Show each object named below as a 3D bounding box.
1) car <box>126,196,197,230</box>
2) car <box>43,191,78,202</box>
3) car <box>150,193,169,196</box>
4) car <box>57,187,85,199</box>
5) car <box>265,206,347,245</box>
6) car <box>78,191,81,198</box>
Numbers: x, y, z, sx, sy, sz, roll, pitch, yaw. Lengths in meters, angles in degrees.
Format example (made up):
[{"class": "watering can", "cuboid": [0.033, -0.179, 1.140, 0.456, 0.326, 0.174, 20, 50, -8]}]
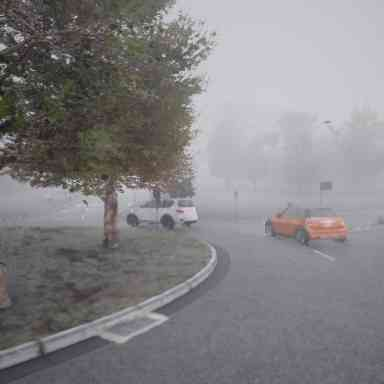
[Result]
[{"class": "car", "cuboid": [-2.225, 1.479, 23.600, 5.566, 2.045, 2.150, -1, -2, 37]}, {"class": "car", "cuboid": [-21.380, 0.808, 53.501, 4.674, 1.452, 2.002, -3, 4, -23]}, {"class": "car", "cuboid": [-4.502, 0.513, 55.868, 5.008, 1.535, 2.097, -1, 4, -21]}, {"class": "car", "cuboid": [-21.636, 0.220, 59.376, 4.553, 1.767, 2.185, -3, 5, -23]}, {"class": "car", "cuboid": [5.380, 1.456, 16.390, 2.097, 1.767, 4.553, -1, -1, -13]}, {"class": "car", "cuboid": [-21.496, 0.585, 56.453, 4.792, 1.488, 2.163, -3, 4, -23]}]
